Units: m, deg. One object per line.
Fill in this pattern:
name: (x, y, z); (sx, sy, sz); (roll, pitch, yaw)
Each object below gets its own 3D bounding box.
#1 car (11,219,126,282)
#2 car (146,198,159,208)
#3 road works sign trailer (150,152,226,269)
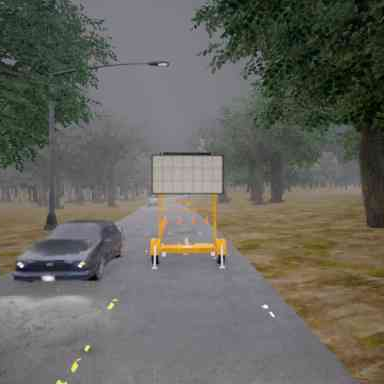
car: (-3.268, 1.557, 10.106); (2.033, 1.411, 5.357); (0, 0, -1)
car: (-5.963, 1.676, 51.719); (1.812, 1.442, 4.674); (0, 0, -5)
road works sign trailer: (-0.152, 0.477, 11.214); (2.380, 3.560, 2.880); (0, 0, -2)
